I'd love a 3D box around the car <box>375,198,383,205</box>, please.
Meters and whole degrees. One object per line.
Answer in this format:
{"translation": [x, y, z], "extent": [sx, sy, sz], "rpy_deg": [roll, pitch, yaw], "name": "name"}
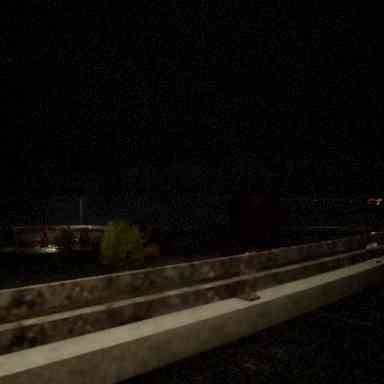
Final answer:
{"translation": [43.908, 2.371, 74.705], "extent": [1.882, 1.535, 5.008], "rpy_deg": [0, -1, 4], "name": "car"}
